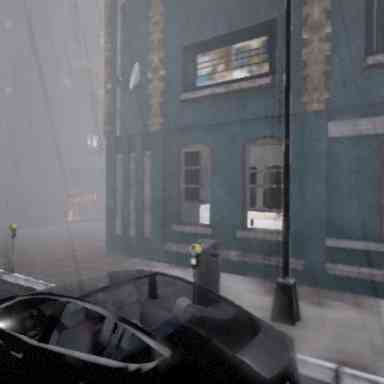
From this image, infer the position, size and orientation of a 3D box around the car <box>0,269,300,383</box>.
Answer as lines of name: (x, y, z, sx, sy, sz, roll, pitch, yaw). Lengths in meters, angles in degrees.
car: (-1.046, 1.553, 3.609, 4.313, 1.339, 1.947, 0, 1, 35)
